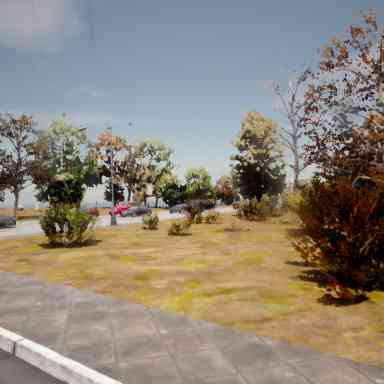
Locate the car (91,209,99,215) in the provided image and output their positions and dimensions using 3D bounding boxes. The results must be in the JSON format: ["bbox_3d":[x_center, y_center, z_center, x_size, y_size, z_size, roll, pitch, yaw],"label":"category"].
[{"bbox_3d":[-12.117,2.385,35.172,1.882,1.535,5.008,-3,-2,33],"label":"car"}]

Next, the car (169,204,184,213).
[{"bbox_3d":[-1.754,2.578,51.596,1.994,1.385,4.181,-3,-2,33],"label":"car"}]

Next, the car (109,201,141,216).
[{"bbox_3d":[-9.100,2.342,46.542,2.150,2.045,5.566,-3,-2,32],"label":"car"}]

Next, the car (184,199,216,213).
[{"bbox_3d":[1.594,2.072,50.113,2.150,2.045,5.566,-3,-2,32],"label":"car"}]

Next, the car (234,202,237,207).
[{"bbox_3d":[9.319,2.455,62.299,1.882,1.535,5.008,-3,-2,33],"label":"car"}]

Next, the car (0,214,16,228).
[{"bbox_3d":[-16.988,2.453,27.684,1.994,1.385,4.181,-3,-2,34],"label":"car"}]

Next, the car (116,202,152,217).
[{"bbox_3d":[-7.114,2.474,43.101,1.812,1.442,4.674,-3,-2,32],"label":"car"}]
